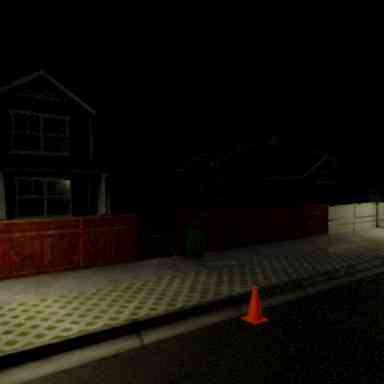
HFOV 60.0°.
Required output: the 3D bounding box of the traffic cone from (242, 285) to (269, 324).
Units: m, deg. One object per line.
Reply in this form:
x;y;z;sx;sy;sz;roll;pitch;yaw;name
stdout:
1.106;1.926;5.797;0.340;0.580;0.340;-1;0;-36;traffic cone
